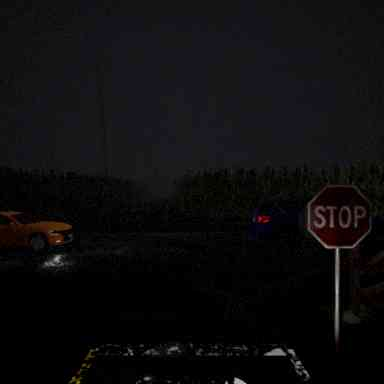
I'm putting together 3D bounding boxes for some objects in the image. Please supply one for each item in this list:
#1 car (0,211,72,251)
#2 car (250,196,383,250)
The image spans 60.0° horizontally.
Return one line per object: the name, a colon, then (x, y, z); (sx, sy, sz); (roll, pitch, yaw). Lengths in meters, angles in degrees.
car: (-7.513, 1.536, 13.623); (5.008, 1.535, 1.882); (-1, 0, 0)
car: (5.211, 1.197, 13.612); (5.566, 2.045, 2.150); (0, 0, 0)
